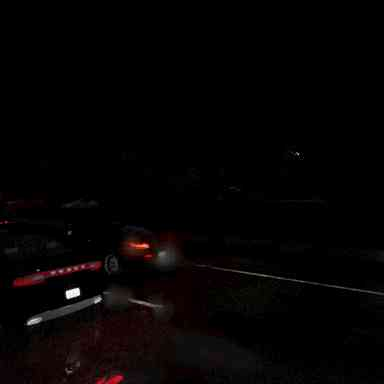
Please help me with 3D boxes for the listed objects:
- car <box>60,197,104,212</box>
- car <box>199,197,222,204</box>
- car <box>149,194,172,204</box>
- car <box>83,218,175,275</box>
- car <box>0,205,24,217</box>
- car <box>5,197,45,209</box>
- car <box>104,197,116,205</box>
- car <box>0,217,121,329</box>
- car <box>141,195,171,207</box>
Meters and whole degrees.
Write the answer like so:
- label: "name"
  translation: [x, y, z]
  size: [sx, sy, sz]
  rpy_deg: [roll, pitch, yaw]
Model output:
- label: "car"
  translation: [-13.128, 1.525, 39.198]
  size: [1.812, 1.442, 4.674]
  rpy_deg: [0, 0, 36]
- label: "car"
  translation: [3.575, 1.547, 61.998]
  size: [2.033, 1.411, 5.357]
  rpy_deg: [0, 0, 37]
- label: "car"
  translation: [-6.290, 1.352, 66.275]
  size: [2.097, 1.767, 4.553]
  rpy_deg: [0, 0, 37]
- label: "car"
  translation: [-2.637, 1.526, 10.155]
  size: [4.674, 1.442, 1.812]
  rpy_deg: [0, 0, 35]
- label: "car"
  translation: [-10.112, 1.505, 15.485]
  size: [4.892, 1.490, 1.837]
  rpy_deg: [0, 0, 36]
- label: "car"
  translation: [-22.304, 1.477, 44.448]
  size: [1.882, 1.535, 5.008]
  rpy_deg: [0, 0, 36]
- label: "car"
  translation: [-14.653, 1.565, 54.910]
  size: [1.994, 1.385, 4.181]
  rpy_deg: [0, 0, 36]
- label: "car"
  translation: [-3.930, 1.478, 6.786]
  size: [5.008, 1.535, 1.882]
  rpy_deg: [0, 0, 35]
- label: "car"
  translation: [-5.629, 1.564, 49.471]
  size: [1.994, 1.385, 4.181]
  rpy_deg: [0, 0, 36]
